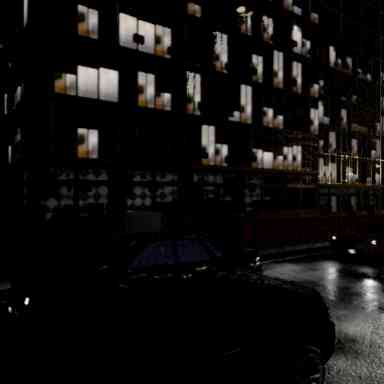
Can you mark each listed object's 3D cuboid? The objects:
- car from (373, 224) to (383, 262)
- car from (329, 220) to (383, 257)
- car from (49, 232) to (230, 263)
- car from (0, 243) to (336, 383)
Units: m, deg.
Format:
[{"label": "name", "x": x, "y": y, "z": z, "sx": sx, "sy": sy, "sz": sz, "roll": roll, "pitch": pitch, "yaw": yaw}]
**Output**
[{"label": "car", "x": 7.158, "y": 1.654, "z": 8.783, "sx": 4.902, "sy": 1.511, "sz": 2.128, "roll": 1, "pitch": -1, "yaw": -35}, {"label": "car", "x": 7.415, "y": 1.803, "z": 12.956, "sx": 4.718, "sy": 1.301, "sz": 1.895, "roll": 1, "pitch": -1, "yaw": -35}, {"label": "car", "x": -0.842, "y": 1.595, "z": 7.077, "sx": 5.357, "sy": 1.411, "sz": 2.033, "roll": 1, "pitch": -1, "yaw": -35}, {"label": "car", "x": -0.372, "y": 1.547, "z": 3.416, "sx": 4.674, "sy": 1.442, "sz": 1.812, "roll": 1, "pitch": -1, "yaw": -35}]
